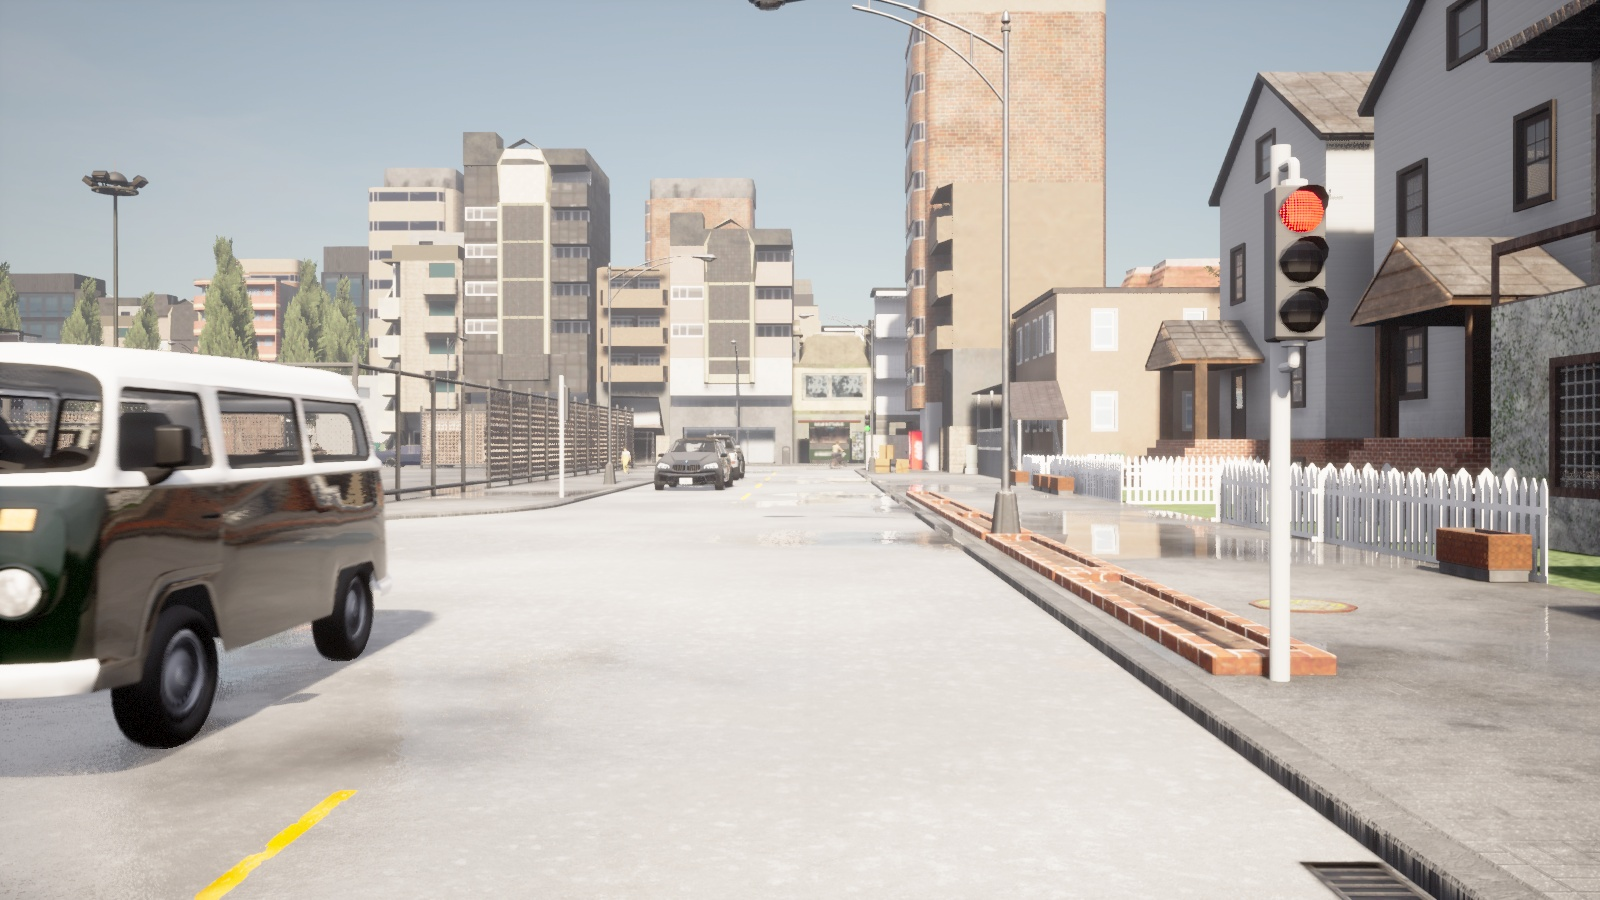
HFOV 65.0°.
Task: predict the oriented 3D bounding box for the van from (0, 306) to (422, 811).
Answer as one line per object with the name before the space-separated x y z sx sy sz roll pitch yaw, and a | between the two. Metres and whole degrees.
van | -3.890 0.426 7.295 2.069 2.038 4.480 0 0 0

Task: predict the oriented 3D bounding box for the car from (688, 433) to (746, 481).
car | -3.313 0.273 50.980 1.932 1.855 4.605 0 0 2

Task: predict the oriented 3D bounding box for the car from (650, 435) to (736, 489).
car | -3.419 0.357 41.005 2.242 1.667 4.611 0 0 2

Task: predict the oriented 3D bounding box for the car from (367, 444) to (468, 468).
car | -22.766 0.353 74.878 5.357 1.411 2.033 0 0 1
